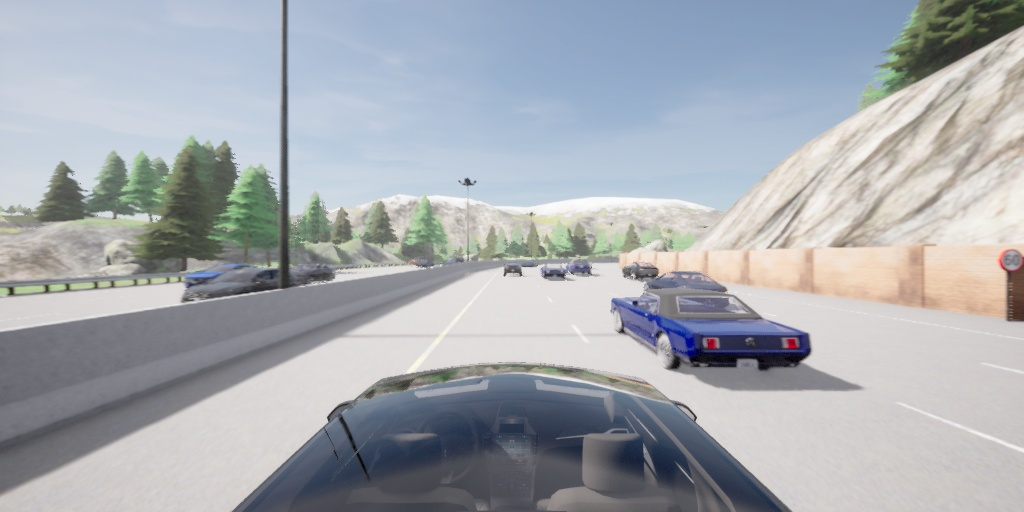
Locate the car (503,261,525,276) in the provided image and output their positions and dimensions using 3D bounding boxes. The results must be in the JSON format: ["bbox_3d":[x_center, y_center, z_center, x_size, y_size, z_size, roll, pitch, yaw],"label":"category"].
[{"bbox_3d":[0.087,1.276,37.791,1.812,1.442,4.674,0,0,0],"label":"car"}]

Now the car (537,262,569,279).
[{"bbox_3d":[3.591,1.351,32.195,1.895,1.301,4.718,0,0,0],"label":"car"}]

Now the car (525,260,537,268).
[{"bbox_3d":[3.317,1.315,62.875,1.994,1.385,4.181,0,0,18],"label":"car"}]

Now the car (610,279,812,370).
[{"bbox_3d":[3.593,1.351,7.681,1.895,1.301,4.718,0,0,0],"label":"car"}]

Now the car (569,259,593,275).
[{"bbox_3d":[7.106,1.103,38.706,2.097,1.767,4.553,0,0,0],"label":"car"}]

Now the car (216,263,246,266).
[{"bbox_3d":[-17.599,1.227,22.356,1.882,1.535,5.008,0,0,0],"label":"car"}]

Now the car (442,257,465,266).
[{"bbox_3d":[-9.386,1.314,56.096,1.994,1.385,4.181,0,0,10],"label":"car"}]

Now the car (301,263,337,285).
[{"bbox_3d":[-14.098,1.241,24.935,2.128,1.511,4.902,0,0,0],"label":"car"}]

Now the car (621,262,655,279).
[{"bbox_3d":[10.590,1.242,29.917,2.128,1.511,4.902,0,0,0],"label":"car"}]

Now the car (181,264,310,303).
[{"bbox_3d":[-10.600,1.255,14.503,1.837,1.490,4.892,0,0,0],"label":"car"}]

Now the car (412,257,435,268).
[{"bbox_3d":[-15.221,1.308,62.952,1.994,1.385,4.181,0,0,13],"label":"car"}]

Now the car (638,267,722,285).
[{"bbox_3d":[7.095,1.314,14.986,1.994,1.385,4.181,0,0,0],"label":"car"}]
